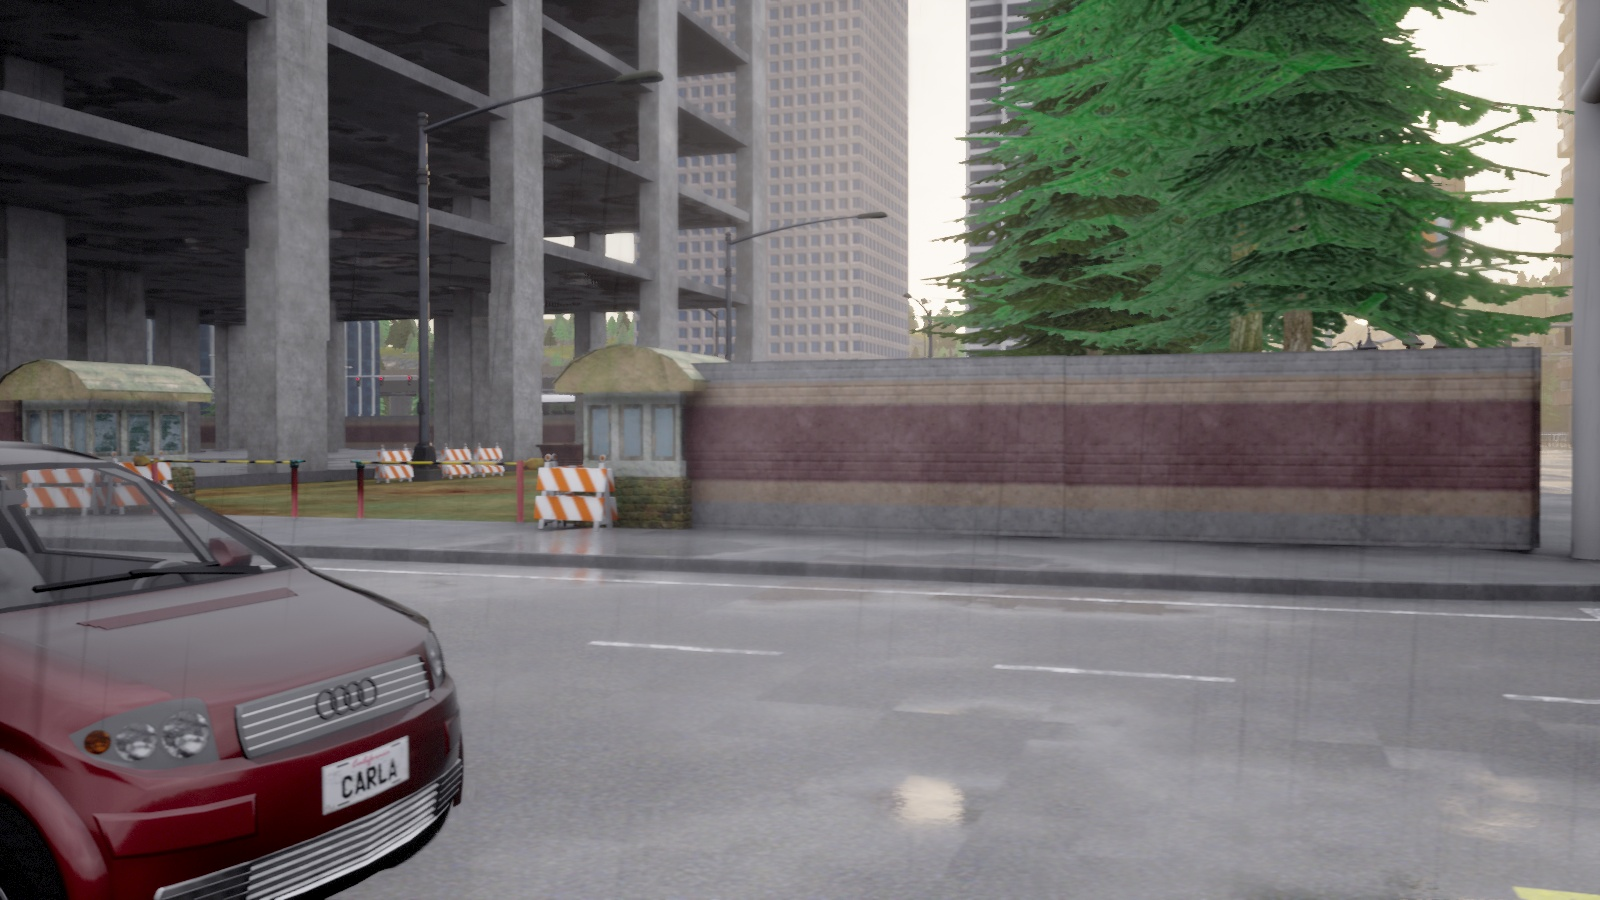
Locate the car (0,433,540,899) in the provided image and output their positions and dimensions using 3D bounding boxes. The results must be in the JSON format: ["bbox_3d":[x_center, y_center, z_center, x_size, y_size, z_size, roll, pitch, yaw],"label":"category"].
[{"bbox_3d":[-2.965,0.722,4.190,3.705,1.549,1.789,0,1,19],"label":"car"}]

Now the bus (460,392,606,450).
[{"bbox_3d":[-20.233,-2.182,95.342,10.273,4.253,3.944,1,1,19],"label":"bus"}]
